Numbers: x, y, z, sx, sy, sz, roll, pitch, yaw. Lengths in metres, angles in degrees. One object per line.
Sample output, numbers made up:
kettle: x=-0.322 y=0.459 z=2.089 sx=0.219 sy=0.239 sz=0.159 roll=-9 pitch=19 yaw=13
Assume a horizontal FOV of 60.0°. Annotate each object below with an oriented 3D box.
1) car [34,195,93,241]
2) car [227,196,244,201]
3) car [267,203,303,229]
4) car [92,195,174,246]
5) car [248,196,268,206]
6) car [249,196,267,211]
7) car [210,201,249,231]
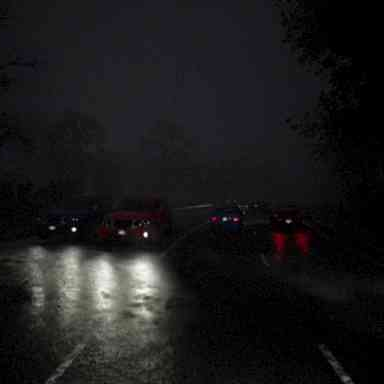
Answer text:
car: x=-5.622 y=1.190 z=17.061 sx=2.150 sy=2.045 sz=5.566 roll=0 pitch=0 yaw=9
car: x=7.414 y=1.479 z=56.254 sx=1.837 sy=1.490 sz=4.892 roll=0 pitch=0 yaw=28
car: x=6.088 y=1.533 z=21.700 sx=1.812 sy=1.442 sz=4.674 roll=0 pitch=0 yaw=11
car: x=-2.317 y=1.203 z=15.523 sx=2.150 sy=2.045 sz=5.566 roll=0 pitch=0 yaw=8
car: x=11.131 y=1.473 z=55.756 sx=1.882 sy=1.535 sz=5.008 roll=0 pitch=0 yaw=29
car: x=8.215 y=1.565 z=40.803 sx=1.994 sy=1.385 sz=4.181 roll=0 pitch=0 yaw=21
car: x=2.287 y=1.540 z=20.748 sx=2.033 sy=1.411 sz=5.357 roll=0 pitch=0 yaw=11
